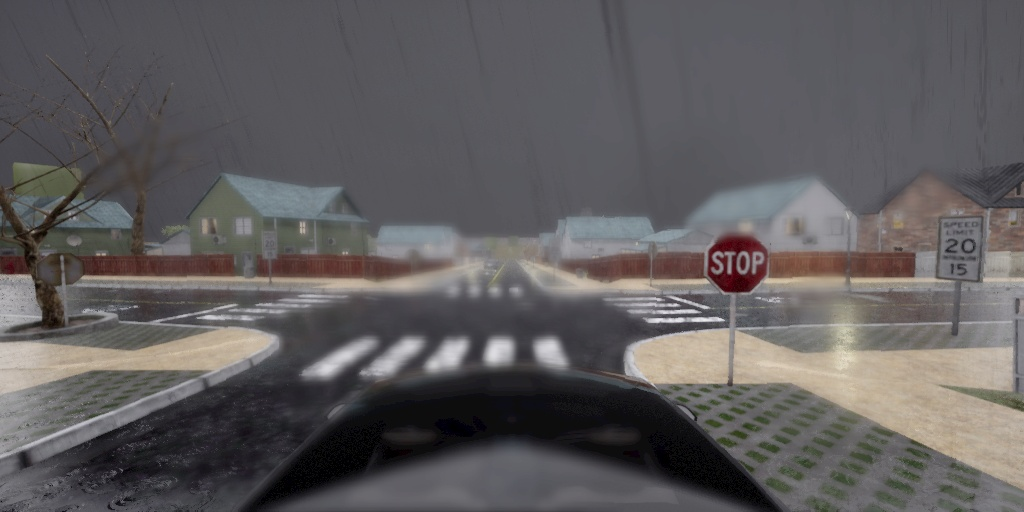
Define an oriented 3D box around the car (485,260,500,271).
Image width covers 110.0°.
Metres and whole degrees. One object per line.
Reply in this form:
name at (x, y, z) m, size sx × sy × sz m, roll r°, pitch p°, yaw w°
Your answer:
car at (-2.728, 1.249, 50.962) m, size 2.128 × 1.511 × 4.902 m, roll 0°, pitch 0°, yaw 0°
